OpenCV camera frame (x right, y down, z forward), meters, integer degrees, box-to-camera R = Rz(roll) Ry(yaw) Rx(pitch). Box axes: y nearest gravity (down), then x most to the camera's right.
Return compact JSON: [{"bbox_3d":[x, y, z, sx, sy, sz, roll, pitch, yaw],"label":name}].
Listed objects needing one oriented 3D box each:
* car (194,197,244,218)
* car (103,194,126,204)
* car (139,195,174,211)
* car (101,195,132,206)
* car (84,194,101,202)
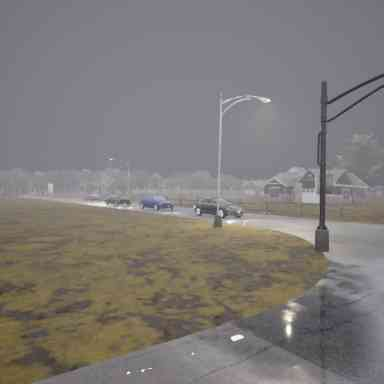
[{"bbox_3d":[2.056,1.226,26.470,1.837,1.490,4.892,2,0,-35],"label":"car"},{"bbox_3d":[-12.396,1.087,52.991,1.994,1.385,4.181,2,-1,-35],"label":"car"},{"bbox_3d":[-3.739,1.083,34.617,1.882,1.535,5.008,2,0,-36],"label":"car"},{"bbox_3d":[-9.529,1.108,42.770,1.895,1.301,4.718,2,-1,-35],"label":"car"},{"bbox_3d":[-18.194,1.007,61.142,2.033,1.411,5.357,2,-1,-35],"label":"car"}]
